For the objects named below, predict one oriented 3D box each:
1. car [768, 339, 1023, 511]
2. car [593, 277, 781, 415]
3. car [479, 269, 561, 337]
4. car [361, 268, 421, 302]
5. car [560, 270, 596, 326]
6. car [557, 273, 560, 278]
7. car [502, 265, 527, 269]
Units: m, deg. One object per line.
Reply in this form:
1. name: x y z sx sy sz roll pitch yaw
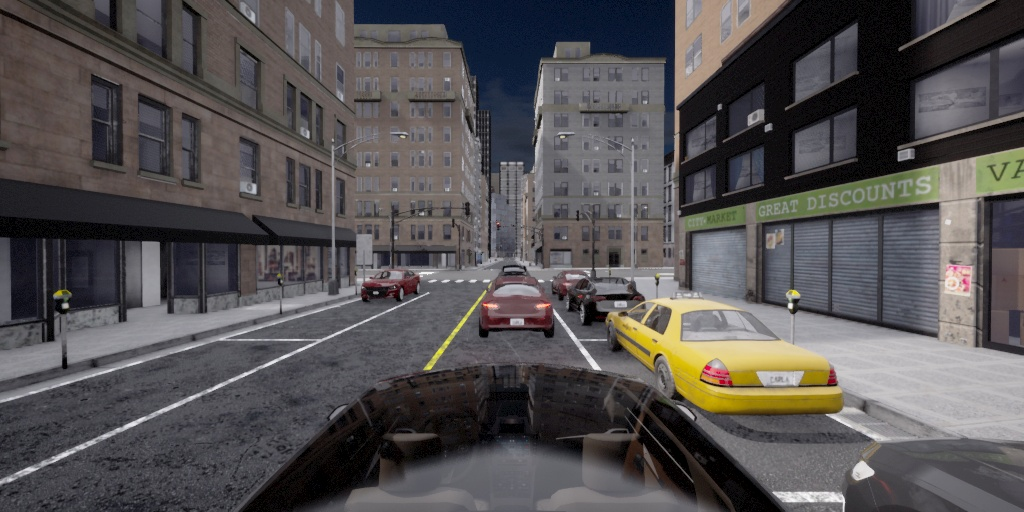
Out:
1. car: 2.872 1.301 0.391 2.007 1.370 4.403 0 0 0
2. car: 2.879 1.274 6.147 1.751 1.417 4.829 0 0 0
3. car: 0.103 1.273 10.128 1.812 1.442 4.674 0 0 0
4. car: -5.653 1.290 17.156 1.888 1.381 4.507 0 0 0
5. car: 2.885 1.313 11.563 1.948 1.339 4.313 0 0 0
6. car: 2.892 1.327 17.149 1.802 1.307 4.207 0 0 0
7. car: 0.119 1.249 20.407 1.837 1.490 4.892 0 0 0
